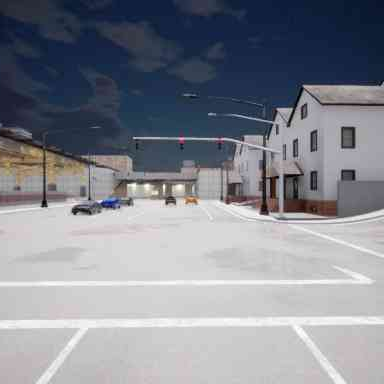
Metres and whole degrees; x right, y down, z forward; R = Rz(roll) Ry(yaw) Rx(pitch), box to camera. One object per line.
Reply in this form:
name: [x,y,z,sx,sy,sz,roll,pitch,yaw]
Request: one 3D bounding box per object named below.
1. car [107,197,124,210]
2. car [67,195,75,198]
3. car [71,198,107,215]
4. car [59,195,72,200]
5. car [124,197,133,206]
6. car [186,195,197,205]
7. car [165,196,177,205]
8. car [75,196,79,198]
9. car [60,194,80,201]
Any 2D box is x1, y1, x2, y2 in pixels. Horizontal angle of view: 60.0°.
car: [-10.730,1.478,44.021,1.882,1.535,5.008,0,0,0]
car: [-31.936,1.452,84.171,2.038,1.542,4.974,0,0,-37]
car: [-10.704,1.547,34.298,2.033,1.411,5.357,0,0,0]
car: [-31.967,1.295,84.213,1.853,1.218,4.536,0,0,-37]
car: [-10.752,1.526,54.295,1.812,1.442,4.674,0,0,0]
car: [-0.082,1.352,60.479,2.097,1.767,4.553,0,0,0]
car: [-3.677,1.505,58.535,1.837,1.490,4.892,0,0,0]
car: [-32.767,1.295,89.490,1.853,1.218,4.536,0,0,28]
car: [-32.742,1.452,89.535,2.038,1.542,4.974,0,0,28]
